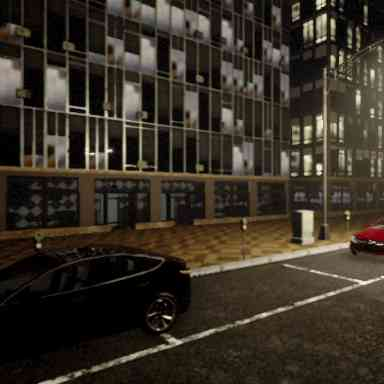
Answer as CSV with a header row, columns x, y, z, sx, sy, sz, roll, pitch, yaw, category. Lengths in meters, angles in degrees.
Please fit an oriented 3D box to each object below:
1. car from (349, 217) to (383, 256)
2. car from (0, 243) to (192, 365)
x,y,z,sx,sy,sz,roll,pitch,yaw,category
7.289,1.530,11.743,4.206,1.307,1.802,0,0,-35,car
-1.984,1.561,5.140,4.313,1.339,1.947,0,0,-35,car
